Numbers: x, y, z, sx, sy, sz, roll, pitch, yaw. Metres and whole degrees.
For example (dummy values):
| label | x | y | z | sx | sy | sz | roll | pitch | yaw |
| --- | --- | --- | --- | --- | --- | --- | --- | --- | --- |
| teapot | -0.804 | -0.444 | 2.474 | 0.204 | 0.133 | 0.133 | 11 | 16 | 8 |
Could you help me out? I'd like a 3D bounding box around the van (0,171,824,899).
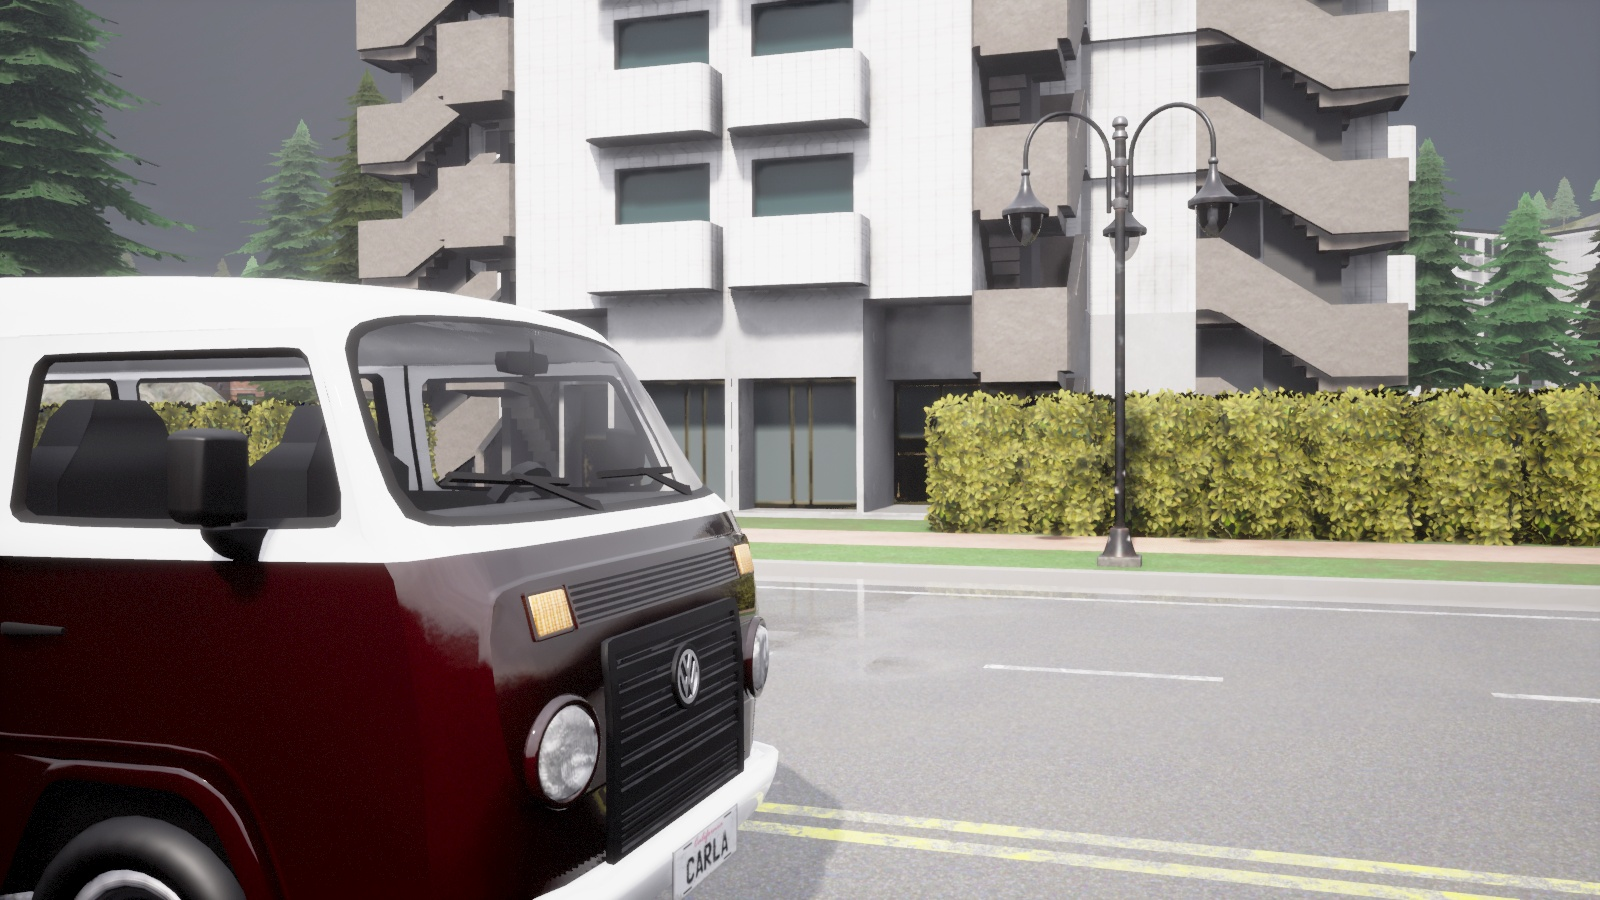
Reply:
| label | x | y | z | sx | sy | sz | roll | pitch | yaw |
| --- | --- | --- | --- | --- | --- | --- | --- | --- | --- |
| van | -2.375 | 0.477 | 3.985 | 4.480 | 2.038 | 2.069 | 1 | 1 | 18 |
